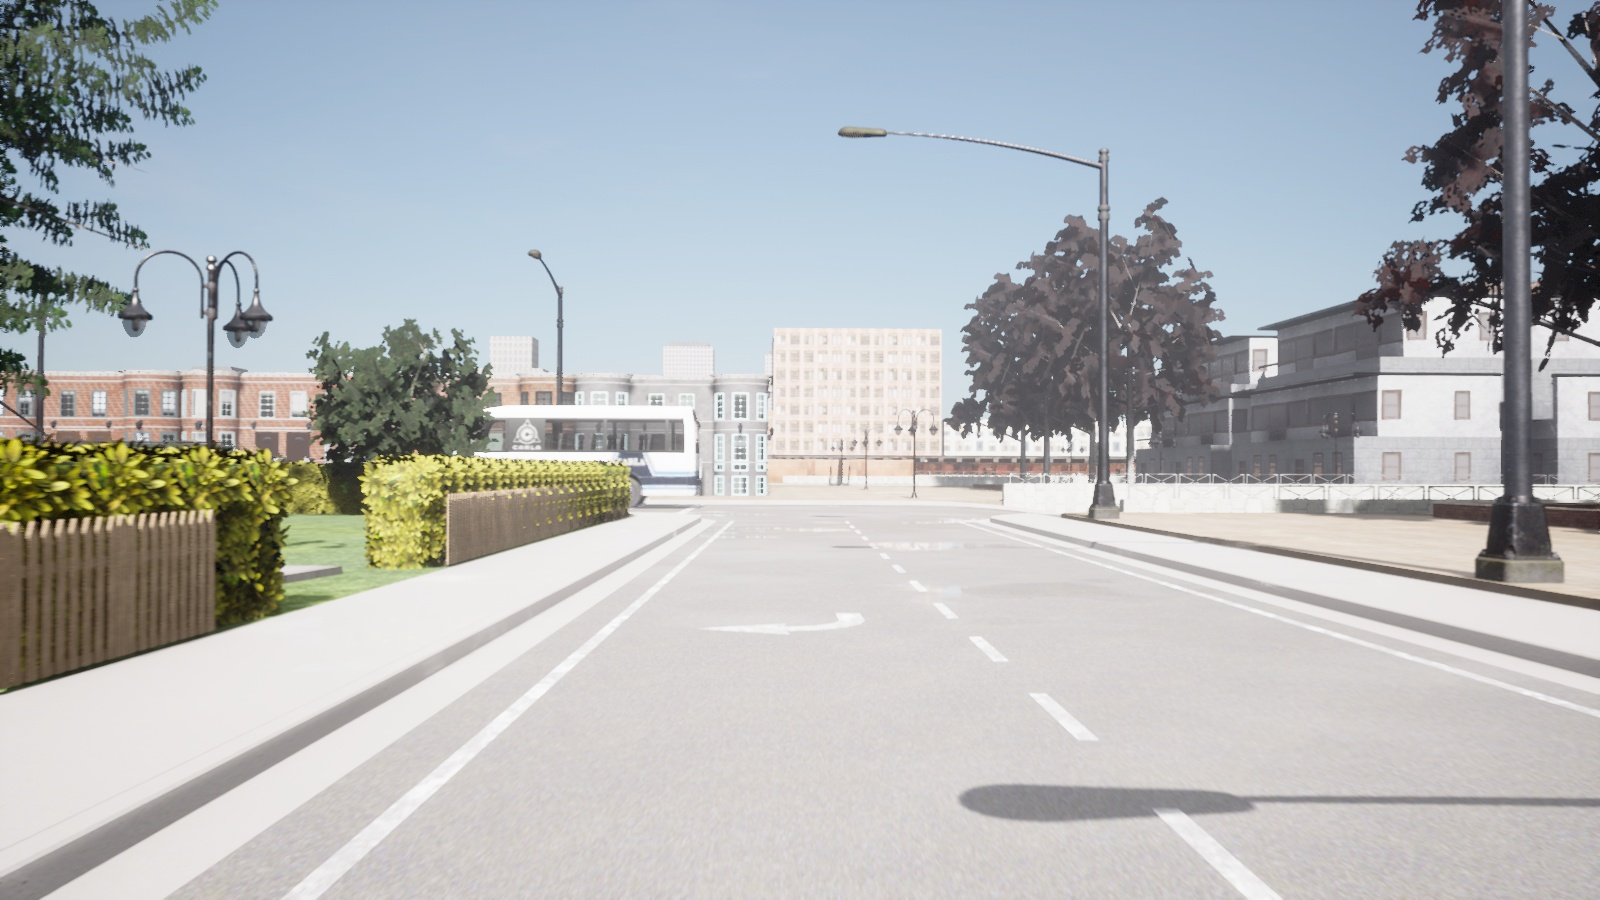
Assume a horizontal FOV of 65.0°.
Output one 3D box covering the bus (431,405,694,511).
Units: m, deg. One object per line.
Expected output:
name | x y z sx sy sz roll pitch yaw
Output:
bus | -9.719 0.355 52.542 10.273 4.253 3.944 0 -1 -1
